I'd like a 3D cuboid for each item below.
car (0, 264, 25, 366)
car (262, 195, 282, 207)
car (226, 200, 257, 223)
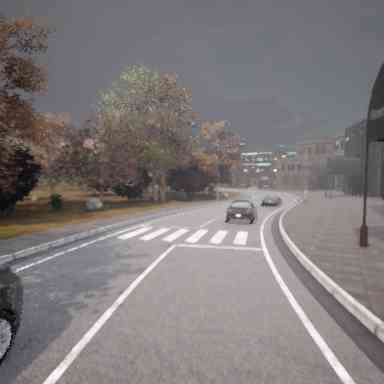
[{"bbox_3d":[-3.383,1.473,2.802,1.837,1.490,4.892,0,0,3],"label":"car"},{"bbox_3d":[9.830,1.027,40.892,1.994,1.385,4.181,2,2,22],"label":"car"},{"bbox_3d":[3.535,1.295,23.313,1.812,1.442,4.674,1,1,15],"label":"car"}]
